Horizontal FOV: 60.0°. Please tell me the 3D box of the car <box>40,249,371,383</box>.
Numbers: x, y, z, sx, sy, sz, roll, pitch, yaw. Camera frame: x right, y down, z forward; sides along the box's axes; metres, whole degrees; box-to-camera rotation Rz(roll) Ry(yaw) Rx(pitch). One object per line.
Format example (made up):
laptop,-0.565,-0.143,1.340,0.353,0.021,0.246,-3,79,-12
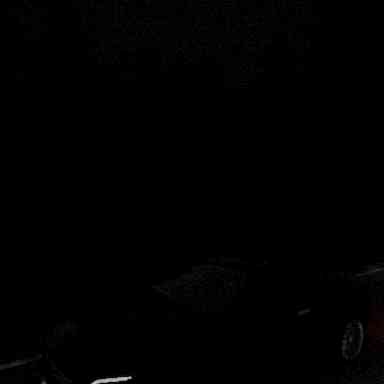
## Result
car,0.565,1.553,4.384,4.674,1.442,1.812,1,-1,-35
